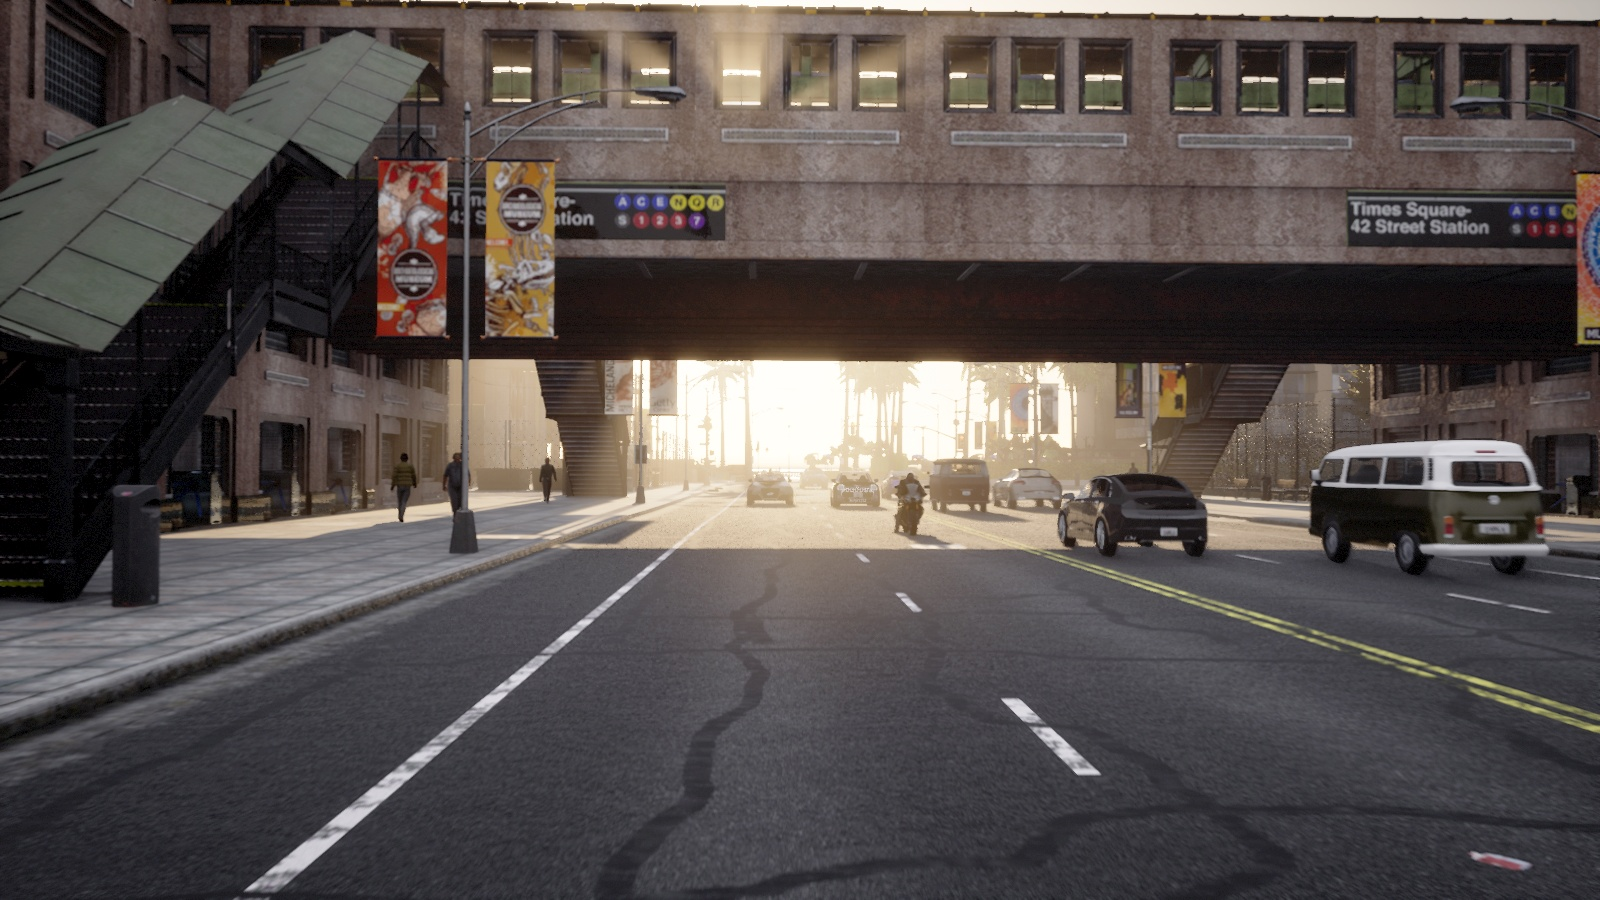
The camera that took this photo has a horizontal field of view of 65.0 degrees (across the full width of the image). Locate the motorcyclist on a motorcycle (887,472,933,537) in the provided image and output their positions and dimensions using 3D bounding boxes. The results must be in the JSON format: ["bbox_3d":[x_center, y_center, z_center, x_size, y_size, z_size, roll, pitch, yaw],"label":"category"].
[{"bbox_3d":[2.660,1.297,30.537,0.866,1.530,2.191,0,-1,-1],"label":"motorcyclist on a motorcycle"}]

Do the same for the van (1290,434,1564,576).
[{"bbox_3d":[9.937,0.806,20.391,2.069,2.038,4.480,0,0,-2],"label":"van"}]

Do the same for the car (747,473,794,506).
[{"bbox_3d":[-1.301,1.710,54.900,1.994,1.385,4.181,0,-1,-2],"label":"car"}]

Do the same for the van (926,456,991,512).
[{"bbox_3d":[5.905,1.253,47.172,1.775,1.987,4.442,0,-1,-2],"label":"van"}]

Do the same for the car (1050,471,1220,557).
[{"bbox_3d":[6.329,1.159,24.374,1.837,1.490,4.892,0,-1,-2],"label":"car"}]

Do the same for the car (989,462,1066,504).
[{"bbox_3d":[9.295,1.333,51.692,2.152,1.651,5.027,0,-1,-1],"label":"car"}]

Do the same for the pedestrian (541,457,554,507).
[{"bbox_3d":[-9.906,1.251,49.233,0.423,1.949,0.788,0,-1,-6],"label":"pedestrian"}]

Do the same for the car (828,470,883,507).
[{"bbox_3d":[2.263,1.555,52.167,1.970,1.475,3.806,0,-1,-2],"label":"car"}]

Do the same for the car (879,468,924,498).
[{"bbox_3d":[5.350,1.745,66.756,2.007,1.525,4.514,0,-1,-1],"label":"car"}]

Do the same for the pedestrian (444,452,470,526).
[{"bbox_3d":[-8.664,0.982,31.710,0.540,1.848,0.694,0,-1,-21],"label":"pedestrian"}]

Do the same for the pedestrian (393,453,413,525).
[{"bbox_3d":[-10.157,0.994,32.160,0.431,1.840,0.709,0,-1,-13],"label":"pedestrian"}]
